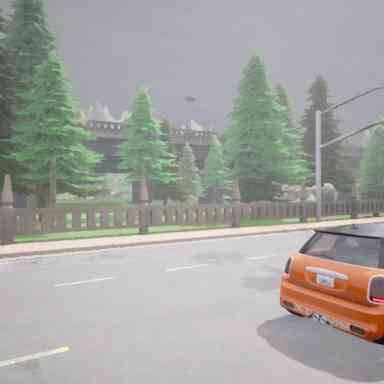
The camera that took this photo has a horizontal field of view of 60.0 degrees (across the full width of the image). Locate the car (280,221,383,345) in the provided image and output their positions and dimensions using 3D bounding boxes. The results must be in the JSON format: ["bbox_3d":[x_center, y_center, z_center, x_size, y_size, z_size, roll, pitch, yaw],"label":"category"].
[{"bbox_3d":[3.819,1.351,6.109,4.553,1.767,2.097,0,0,-31],"label":"car"}]
